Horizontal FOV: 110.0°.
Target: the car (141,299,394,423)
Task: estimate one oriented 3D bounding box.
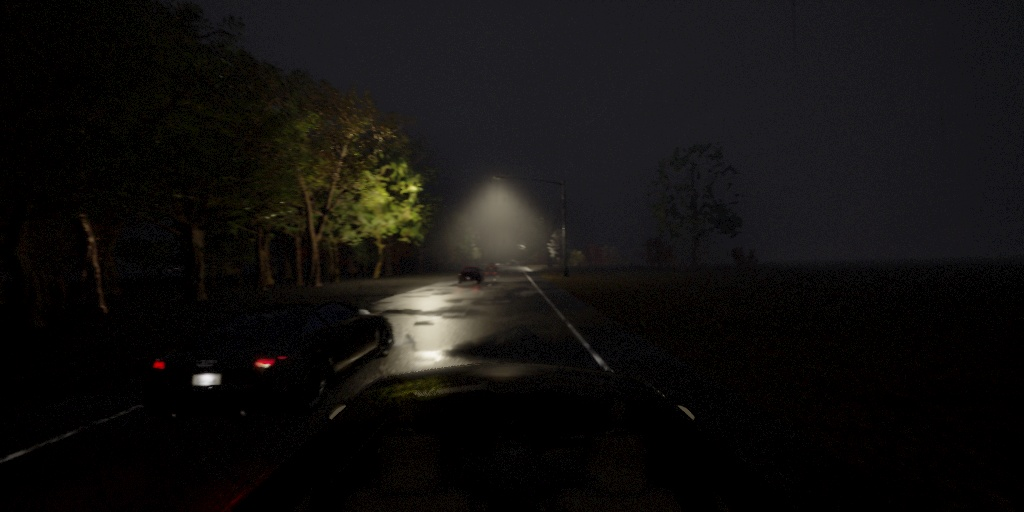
[{"bbox_3d":[-3.584,1.439,6.219,1.994,1.385,4.181,-1,-1,0],"label":"car"}]

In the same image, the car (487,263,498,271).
[{"bbox_3d":[-3.434,1.880,60.878,1.812,1.442,4.674,-1,0,0],"label":"car"}]

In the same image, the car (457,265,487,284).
[{"bbox_3d":[-3.514,1.634,31.142,1.812,1.442,4.674,-1,-1,0],"label":"car"}]
